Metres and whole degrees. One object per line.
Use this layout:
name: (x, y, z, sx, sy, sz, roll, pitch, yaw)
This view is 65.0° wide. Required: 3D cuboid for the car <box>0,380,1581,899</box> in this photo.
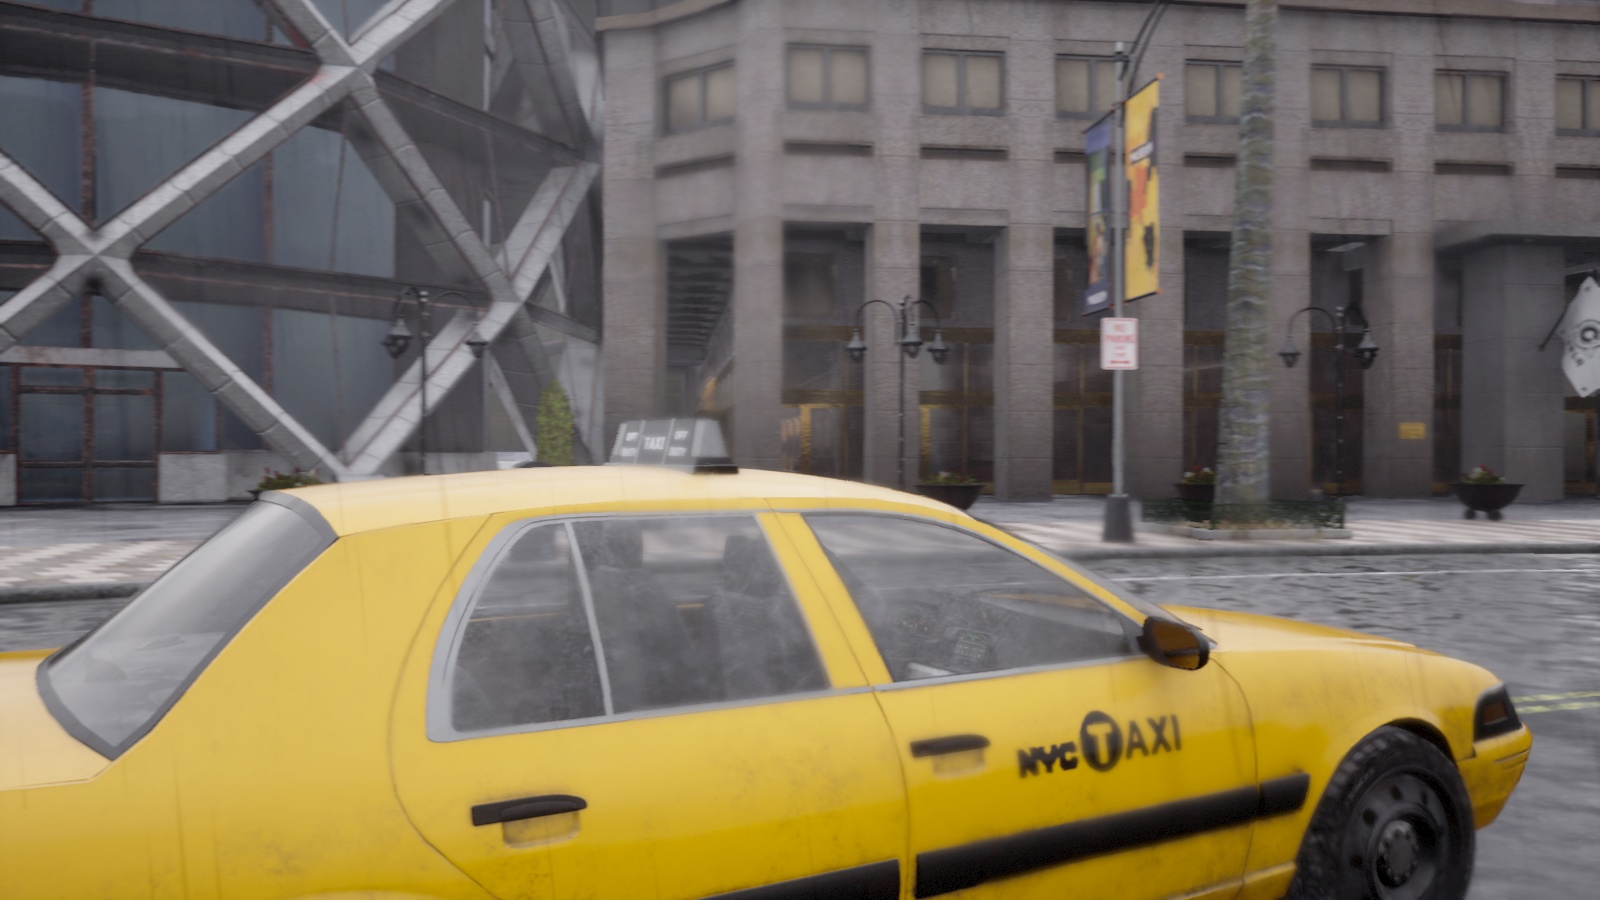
car: (-0.264, 0.687, 3.381, 5.366, 1.575, 1.801, 0, 0, -31)
